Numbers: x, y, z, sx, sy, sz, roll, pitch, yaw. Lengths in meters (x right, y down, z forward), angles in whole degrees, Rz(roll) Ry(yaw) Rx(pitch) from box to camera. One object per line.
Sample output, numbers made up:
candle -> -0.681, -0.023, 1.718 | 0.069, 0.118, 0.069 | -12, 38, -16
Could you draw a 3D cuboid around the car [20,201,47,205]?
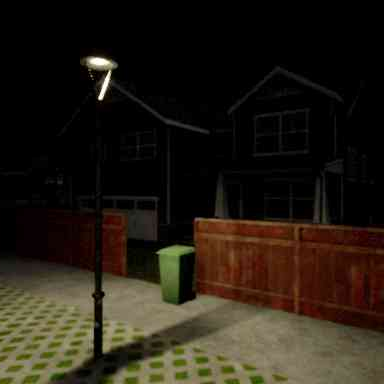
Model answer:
car -> -15.929, 1.677, 33.014 | 2.128, 1.511, 4.902 | 0, 0, 15
